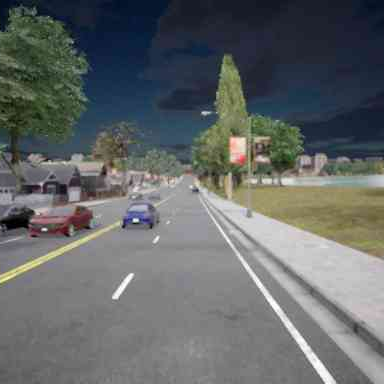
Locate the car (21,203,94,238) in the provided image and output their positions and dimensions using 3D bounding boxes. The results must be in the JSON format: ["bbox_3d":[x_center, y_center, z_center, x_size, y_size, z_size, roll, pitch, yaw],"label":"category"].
[{"bbox_3d":[-6.595,1.383,17.344,1.882,1.535,5.008,0,1,0],"label":"car"}]

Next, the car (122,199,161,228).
[{"bbox_3d":[-3.145,1.393,20.902,1.812,1.442,4.674,0,1,0],"label":"car"}]

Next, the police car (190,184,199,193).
[{"bbox_3d":[0.991,-0.558,95.219,1.930,1.638,5.238,0,2,0],"label":"police car"}]

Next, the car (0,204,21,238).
[{"bbox_3d":[-9.845,1.398,17.218,2.128,1.511,4.902,0,1,0],"label":"car"}]

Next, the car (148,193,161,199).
[{"bbox_3d":[-6.537,0.791,58.499,1.994,1.385,4.181,0,1,1],"label":"car"}]

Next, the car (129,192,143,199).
[{"bbox_3d":[-9.782,0.722,58.436,2.128,1.511,4.902,0,1,1],"label":"car"}]
